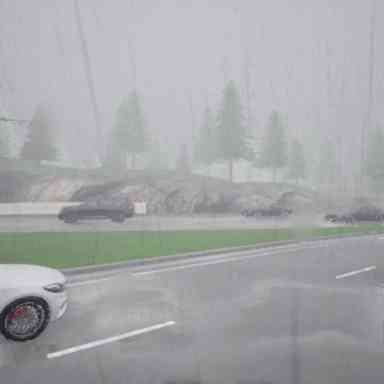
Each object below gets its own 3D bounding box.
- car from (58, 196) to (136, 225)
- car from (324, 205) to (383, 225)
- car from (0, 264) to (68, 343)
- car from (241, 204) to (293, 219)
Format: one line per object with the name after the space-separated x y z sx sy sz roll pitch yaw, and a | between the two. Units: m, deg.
-7.055 1.355 25.053 5.566 2.045 2.150 0 0 -8 | car
12.925 1.710 25.932 5.357 1.411 2.033 0 0 -21 | car
-4.274 1.549 4.805 4.674 1.442 1.812 0 0 -37 | car
6.991 1.786 31.177 4.718 1.301 1.895 0 0 -20 | car
